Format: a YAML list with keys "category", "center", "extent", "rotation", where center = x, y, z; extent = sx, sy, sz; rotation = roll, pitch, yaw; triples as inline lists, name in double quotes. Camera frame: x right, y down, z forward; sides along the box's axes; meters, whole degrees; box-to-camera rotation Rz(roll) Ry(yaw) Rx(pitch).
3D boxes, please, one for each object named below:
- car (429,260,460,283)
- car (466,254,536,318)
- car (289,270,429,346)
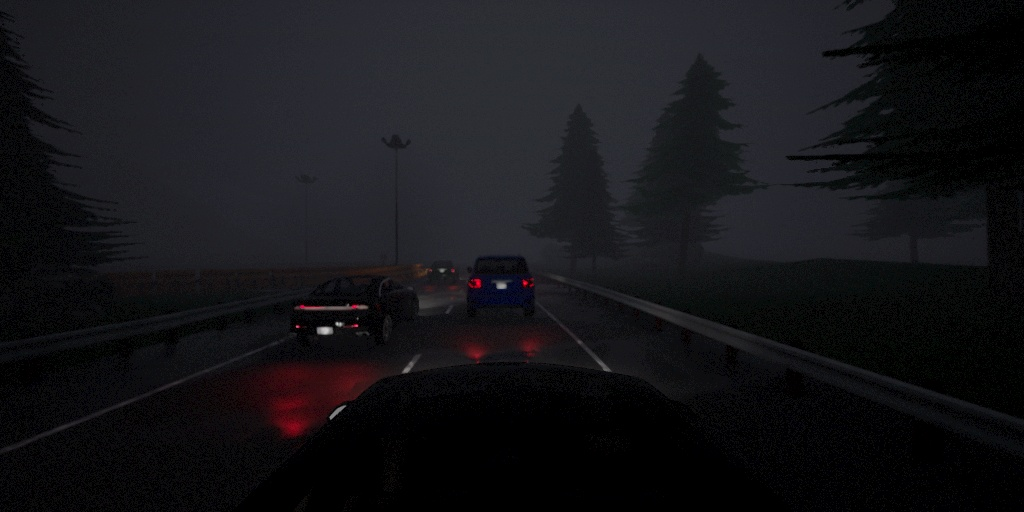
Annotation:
- category: "car"
  center: [-5.171, 1.080, 27.586]
  extent: [2.097, 1.767, 4.553]
  rotation: [0, 0, -5]
- category: "car"
  center: [-0.474, 0.958, 13.084]
  extent: [2.150, 2.045, 5.566]
  rotation: [0, 0, -4]
- category: "car"
  center: [-3.782, 1.243, 9.435]
  extent: [2.128, 1.511, 4.902]
  rotation: [0, 0, -3]
